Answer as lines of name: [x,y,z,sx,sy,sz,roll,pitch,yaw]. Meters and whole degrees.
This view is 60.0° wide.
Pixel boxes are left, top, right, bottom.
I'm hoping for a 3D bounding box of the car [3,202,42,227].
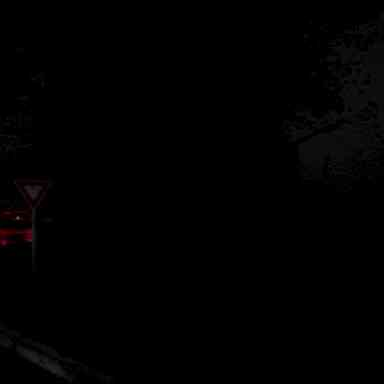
car: [-11.535,1.455,22.863,1.882,1.535,5.008,1,0,-20]
